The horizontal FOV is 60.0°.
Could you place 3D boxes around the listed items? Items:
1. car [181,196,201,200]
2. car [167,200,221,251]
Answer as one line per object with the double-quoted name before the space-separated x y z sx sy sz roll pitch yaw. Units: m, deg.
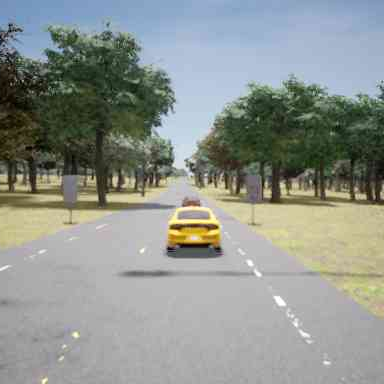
"car" -0.078 1.080 32.917 1.812 1.442 4.674 0 1 -1
"car" 0.062 1.312 13.236 1.882 1.535 5.008 0 1 0
